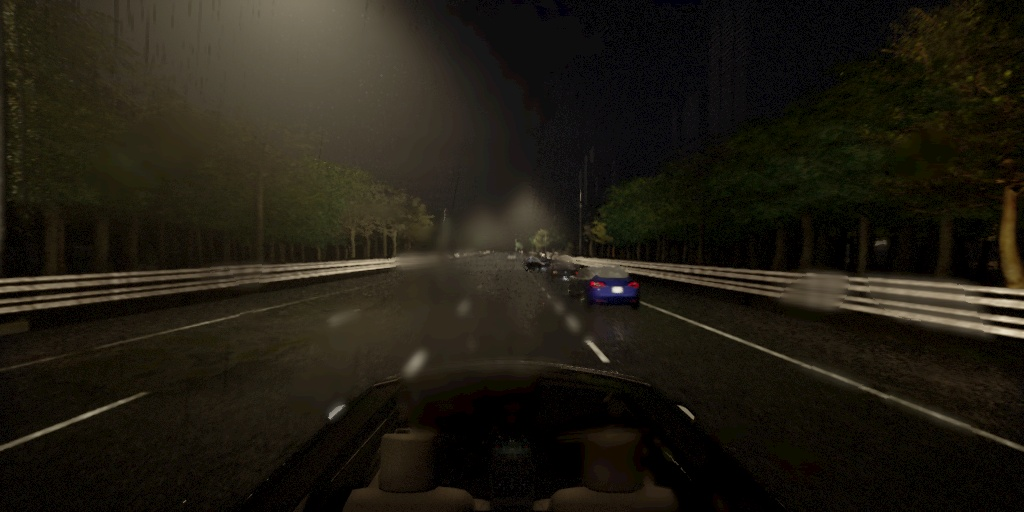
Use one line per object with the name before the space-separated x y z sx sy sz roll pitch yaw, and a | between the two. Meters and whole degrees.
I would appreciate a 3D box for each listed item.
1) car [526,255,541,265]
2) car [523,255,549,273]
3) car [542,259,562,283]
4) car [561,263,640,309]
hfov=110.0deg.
car | 3.446 0.661 58.185 2.128 1.511 4.902 0 1 0
car | 2.808 0.890 37.222 2.128 1.511 4.902 0 1 -20
car | 3.478 1.125 25.220 1.895 1.301 4.718 0 1 0
car | 3.488 1.138 14.219 2.163 1.488 4.792 0 1 0
